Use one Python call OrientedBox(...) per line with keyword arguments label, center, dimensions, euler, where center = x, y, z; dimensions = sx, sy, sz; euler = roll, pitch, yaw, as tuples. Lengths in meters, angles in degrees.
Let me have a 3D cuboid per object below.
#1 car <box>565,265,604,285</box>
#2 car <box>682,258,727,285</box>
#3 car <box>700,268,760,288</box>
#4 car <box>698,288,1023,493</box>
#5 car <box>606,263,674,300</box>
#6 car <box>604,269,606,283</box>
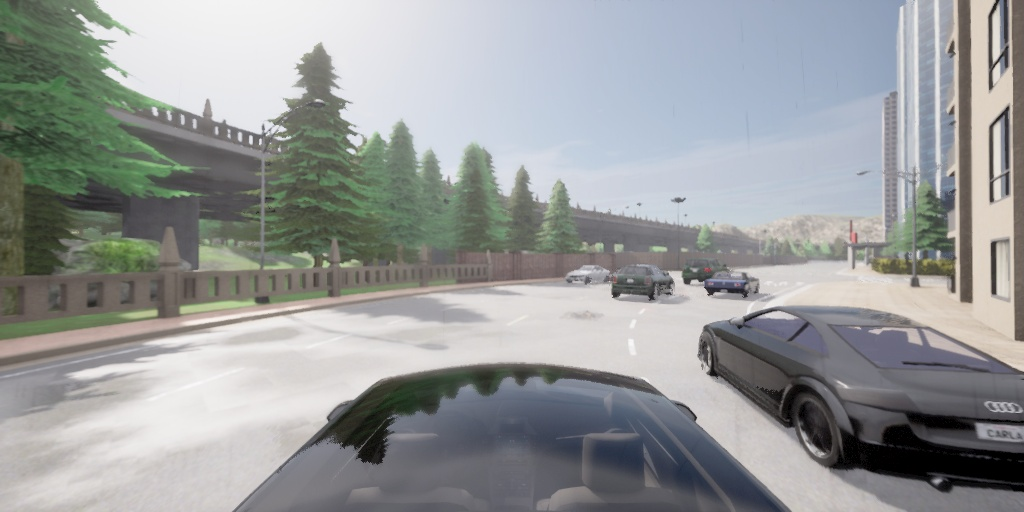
OrientedBox(label="car", center=(6.247, 1.493, 29.111), dimensions=(1.812, 1.442, 4.674), euler=(0, -1, 45))
OrientedBox(label="car", center=(15.072, 1.192, 27.791), dimensions=(2.150, 2.045, 5.566), euler=(0, -1, 44))
OrientedBox(label="car", center=(12.314, 1.507, 19.897), dimensions=(1.895, 1.301, 4.718), euler=(0, -1, 43))
OrientedBox(label="car", center=(4.084, 1.342, 4.729), dimensions=(1.994, 1.385, 4.181), euler=(0, -1, 9))
OrientedBox(label="car", center=(6.994, 1.243, 18.931), dimensions=(2.097, 1.767, 4.553), euler=(0, 0, 37))
OrientedBox(label="car", center=(9.414, 1.452, 27.331), dimensions=(4.902, 1.511, 2.128), euler=(1, -1, -45))
